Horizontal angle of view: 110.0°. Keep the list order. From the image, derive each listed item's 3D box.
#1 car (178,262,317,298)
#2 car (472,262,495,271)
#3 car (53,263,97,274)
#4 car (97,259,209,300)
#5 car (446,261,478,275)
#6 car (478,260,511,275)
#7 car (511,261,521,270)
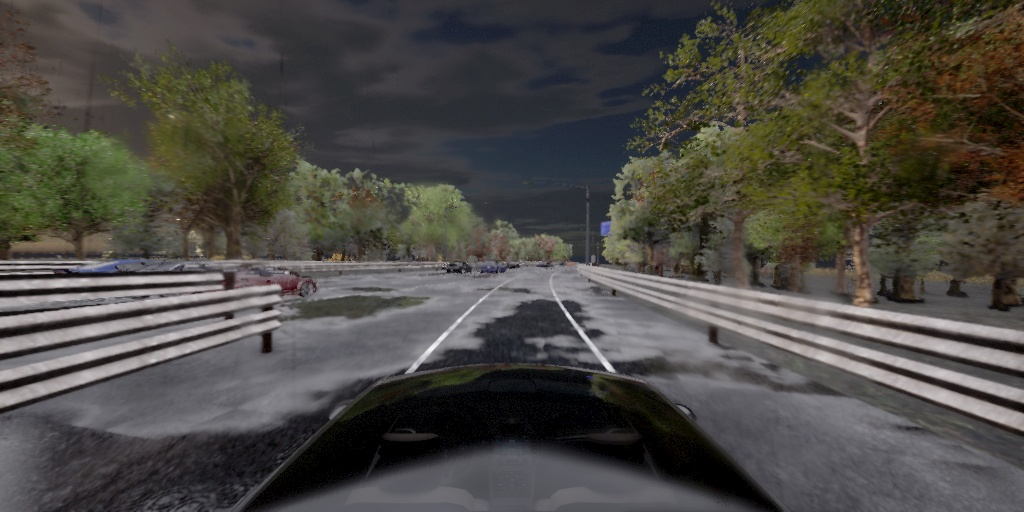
[{"bbox_3d":[-9.803,1.038,14.000,1.994,1.385,4.181,0,-1,15],"label":"car"},{"bbox_3d":[-4.724,1.671,60.043,2.033,1.411,5.357,0,-1,15],"label":"car"},{"bbox_3d":[-16.529,0.902,15.931,1.882,1.535,5.008,0,-1,15],"label":"car"},{"bbox_3d":[-13.165,0.941,14.964,2.128,1.511,4.902,0,-1,15],"label":"car"},{"bbox_3d":[-5.991,1.373,41.696,1.837,1.490,4.892,0,-1,15],"label":"car"},{"bbox_3d":[-2.103,1.290,42.639,2.097,1.767,4.553,1,-1,15],"label":"car"},{"bbox_3d":[0.199,1.722,64.924,1.882,1.535,5.008,0,-1,15],"label":"car"}]
